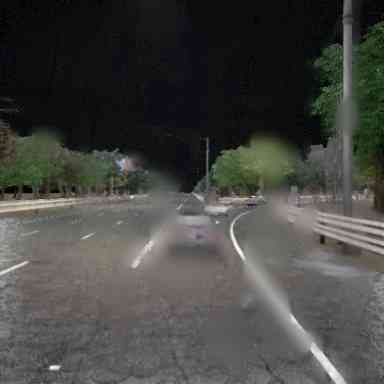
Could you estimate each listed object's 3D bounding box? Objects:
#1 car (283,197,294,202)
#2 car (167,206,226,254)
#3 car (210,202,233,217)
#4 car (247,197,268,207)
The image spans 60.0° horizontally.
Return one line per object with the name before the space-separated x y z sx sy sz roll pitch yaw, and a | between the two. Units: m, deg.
car | 19.066 1.504 63.541 1.895 1.301 4.718 0 0 39
car | 0.125 1.534 13.456 2.033 1.411 5.357 0 0 3
car | 2.628 1.570 30.703 1.895 1.301 4.718 0 0 15
car | 9.691 1.490 49.207 2.033 1.411 5.357 0 0 28
